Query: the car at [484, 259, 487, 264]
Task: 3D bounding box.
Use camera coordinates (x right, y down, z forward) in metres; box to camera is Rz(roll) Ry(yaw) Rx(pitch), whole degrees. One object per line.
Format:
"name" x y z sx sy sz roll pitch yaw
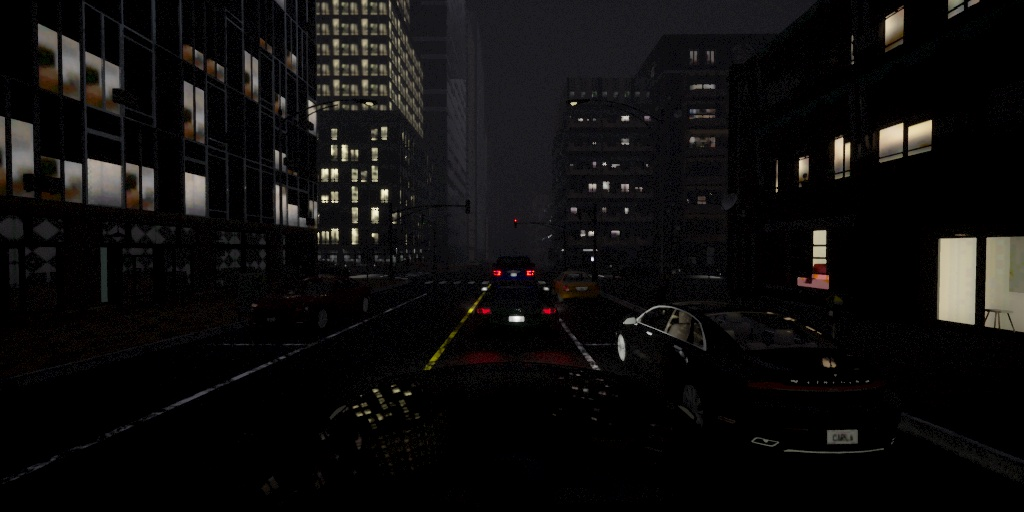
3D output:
"car" -5.713 1.304 60.123 1.948 1.339 4.313 0 0 0

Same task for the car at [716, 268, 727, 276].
"car" 24.132 1.478 36.955 5.357 1.411 2.033 0 1 1

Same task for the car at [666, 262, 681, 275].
"car" 16.294 1.373 39.661 4.403 1.370 2.007 0 0 1

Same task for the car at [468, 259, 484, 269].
"car" -5.710 1.264 54.299 1.751 1.417 4.829 0 0 0

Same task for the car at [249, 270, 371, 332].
"car" -5.825 1.292 10.927 1.888 1.381 4.507 0 0 0

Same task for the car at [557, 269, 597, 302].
"car" 2.813 1.271 16.687 1.751 1.417 4.829 0 0 0

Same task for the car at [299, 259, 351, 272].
"car" -17.870 1.154 34.321 4.674 1.442 1.812 1 1 2

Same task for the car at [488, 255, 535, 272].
"car" 0.087 0.967 19.459 2.150 2.045 5.566 0 0 0

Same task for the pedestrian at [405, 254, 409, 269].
"pedestrian" -12.564 0.670 42.984 0.375 1.860 0.375 0 0 1

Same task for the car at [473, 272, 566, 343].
"car" 0.095 1.312 9.652 1.994 1.385 4.181 0 0 0

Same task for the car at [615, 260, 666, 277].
"car" 12.958 1.189 37.066 4.553 1.767 2.097 0 1 0

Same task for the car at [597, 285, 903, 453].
"car" 2.817 1.299 5.228 2.007 1.370 4.403 0 0 0
